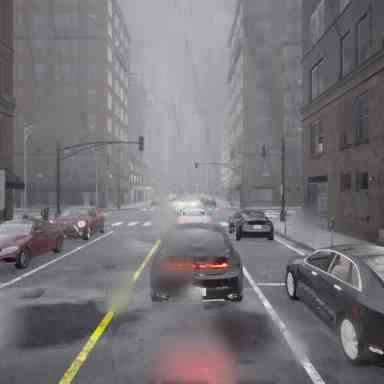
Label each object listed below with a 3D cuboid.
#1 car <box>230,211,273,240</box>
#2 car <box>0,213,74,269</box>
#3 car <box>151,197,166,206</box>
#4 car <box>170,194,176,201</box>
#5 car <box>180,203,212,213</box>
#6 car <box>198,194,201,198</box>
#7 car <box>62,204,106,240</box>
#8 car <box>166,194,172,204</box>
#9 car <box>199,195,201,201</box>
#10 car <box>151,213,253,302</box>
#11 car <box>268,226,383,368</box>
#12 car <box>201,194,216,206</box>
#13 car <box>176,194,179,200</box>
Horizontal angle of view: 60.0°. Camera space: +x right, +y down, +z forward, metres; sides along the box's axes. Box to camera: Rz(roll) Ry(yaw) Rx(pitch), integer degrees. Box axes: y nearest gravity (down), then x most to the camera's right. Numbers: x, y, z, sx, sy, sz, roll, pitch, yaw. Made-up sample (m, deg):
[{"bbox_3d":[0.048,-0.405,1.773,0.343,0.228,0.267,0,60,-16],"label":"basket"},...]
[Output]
[{"bbox_3d":[2.854,1.567,16.588,1.947,1.339,4.313,0,0,0],"label":"car"},{"bbox_3d":[-5.671,1.582,11.087,1.802,1.307,4.206,0,0,0],"label":"car"},{"bbox_3d":[-5.639,1.618,53.691,1.802,1.307,4.206,0,0,0],"label":"car"},{"bbox_3d":[-5.593,1.626,80.563,1.752,1.417,4.829,0,0,0],"label":"car"},{"bbox_3d":[0.081,1.527,17.401,1.812,1.442,4.674,0,0,-1],"label":"car"},{"bbox_3d":[2.923,1.524,75.314,1.967,1.590,4.097,0,0,0],"label":"car"},{"bbox_3d":[-5.672,1.441,16.588,1.967,1.590,4.097,0,0,0],"label":"car"},{"bbox_3d":[-5.620,1.606,64.508,2.008,1.369,4.403,0,0,0],"label":"car"},{"bbox_3d":[2.905,1.607,64.496,2.008,1.369,4.403,0,0,0],"label":"car"},{"bbox_3d":[0.097,1.505,8.253,1.837,1.490,4.892,0,0,0],"label":"car"},{"bbox_3d":[2.855,1.551,5.586,2.008,1.369,4.403,0,0,0],"label":"car"},{"bbox_3d":[2.885,1.476,53.679,1.967,1.590,4.097,0,0,0],"label":"car"},{"bbox_3d":[-5.575,1.457,91.551,2.192,1.841,5.009,0,0,0],"label":"car"}]
